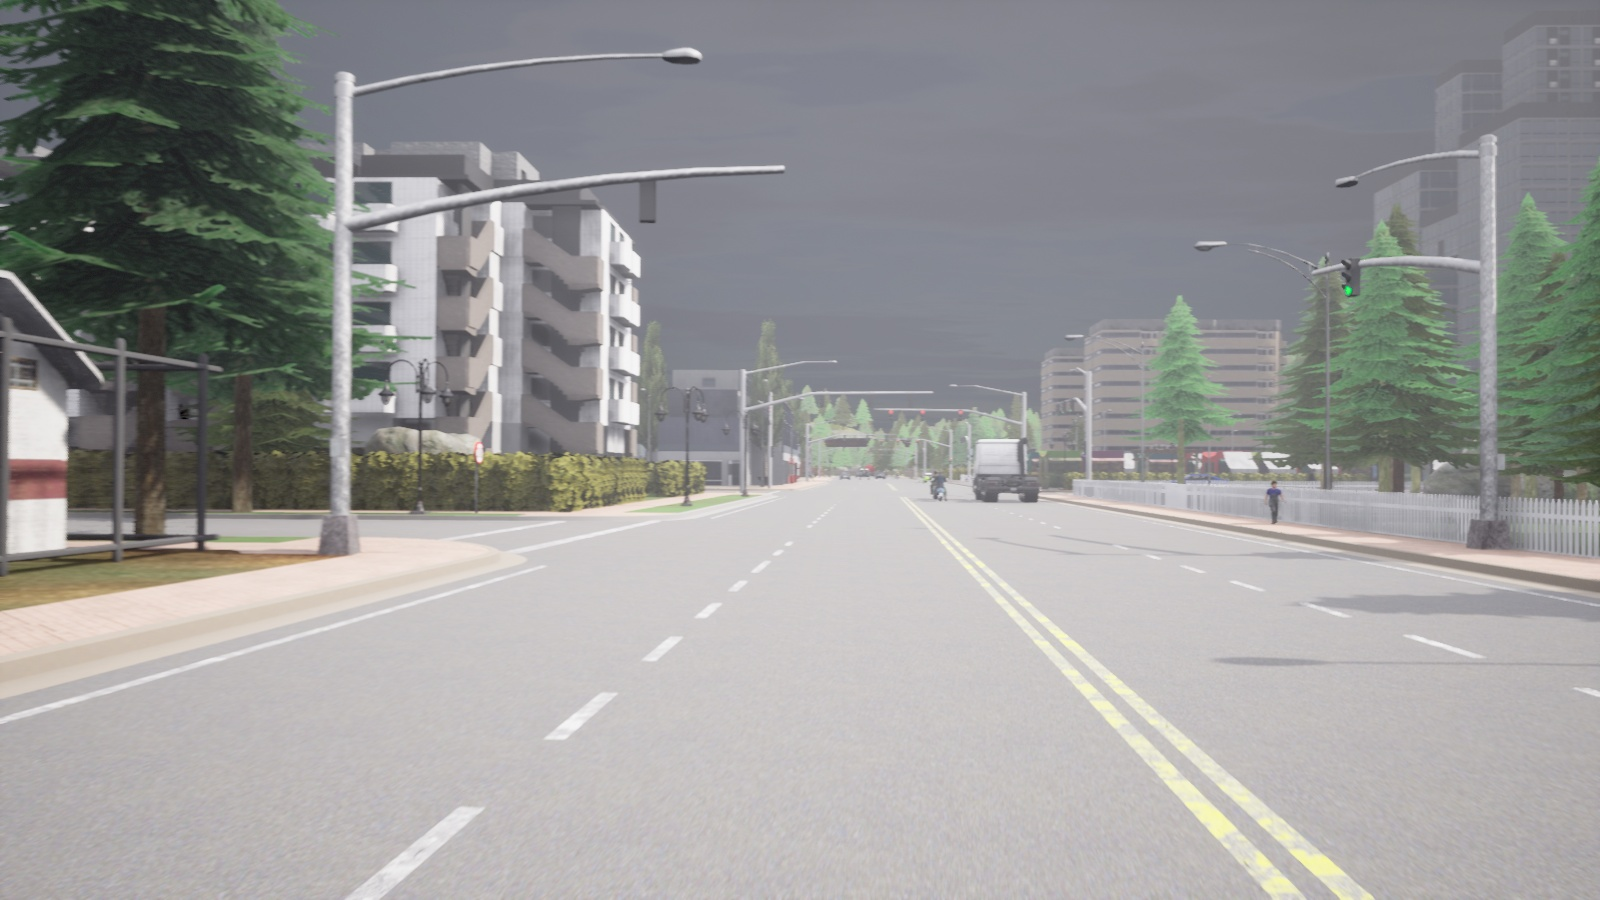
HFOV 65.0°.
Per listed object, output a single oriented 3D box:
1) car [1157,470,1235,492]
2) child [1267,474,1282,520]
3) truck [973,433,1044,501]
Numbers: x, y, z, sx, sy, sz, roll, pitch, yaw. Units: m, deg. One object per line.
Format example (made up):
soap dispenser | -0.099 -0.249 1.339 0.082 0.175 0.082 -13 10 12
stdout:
car | 28.297 2.213 89.909 5.008 1.535 1.882 0 -1 2
child | 13.061 1.294 34.582 0.270 1.263 0.437 0 -1 3
truck | 11.046 0.922 67.166 2.891 3.462 7.936 0 -1 3
